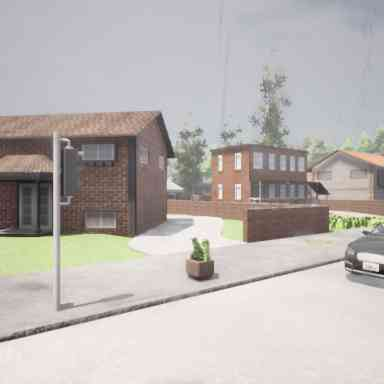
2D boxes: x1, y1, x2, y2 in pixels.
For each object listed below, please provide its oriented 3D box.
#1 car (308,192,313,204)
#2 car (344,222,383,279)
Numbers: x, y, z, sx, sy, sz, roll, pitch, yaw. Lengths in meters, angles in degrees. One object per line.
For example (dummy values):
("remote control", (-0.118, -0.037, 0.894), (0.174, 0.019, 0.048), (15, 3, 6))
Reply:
("car", (9.917, 0.973, 31.488), (3.866, 1.878, 1.905), (0, 0, -37))
("car", (6.153, 1.491, 9.292), (4.902, 1.511, 2.128), (0, 0, -37))
